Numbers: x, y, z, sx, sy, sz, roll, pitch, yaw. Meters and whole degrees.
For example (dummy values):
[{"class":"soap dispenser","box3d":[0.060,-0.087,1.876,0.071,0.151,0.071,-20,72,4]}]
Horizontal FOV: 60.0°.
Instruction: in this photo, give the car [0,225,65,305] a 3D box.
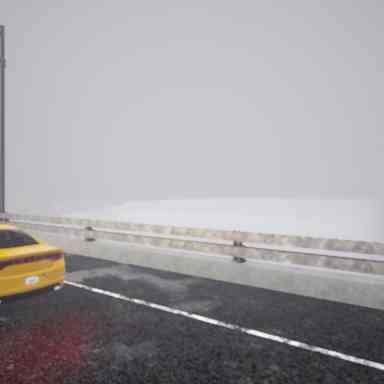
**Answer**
[{"class":"car","box3d":[-4.945,1.470,7.561,5.008,1.535,1.882,0,0,36]}]
